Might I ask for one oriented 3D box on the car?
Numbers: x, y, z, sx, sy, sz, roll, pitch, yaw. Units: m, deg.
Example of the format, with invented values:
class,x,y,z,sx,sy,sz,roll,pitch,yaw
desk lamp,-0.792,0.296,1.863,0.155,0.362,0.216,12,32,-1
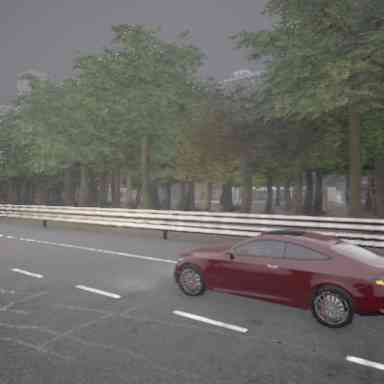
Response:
class,x,y,z,sx,sy,sz,roll,pitch,yaw
car,1.750,1.530,6.919,4.674,1.442,1.812,0,0,36
